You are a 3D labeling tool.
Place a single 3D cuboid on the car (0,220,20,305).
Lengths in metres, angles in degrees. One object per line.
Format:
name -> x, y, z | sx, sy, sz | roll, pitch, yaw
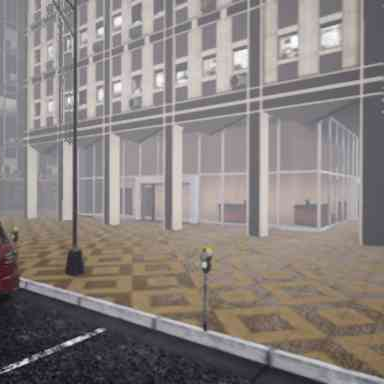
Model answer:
car -> -5.515, 1.355, 6.795 | 5.009, 1.841, 2.192 | 0, 0, 35
